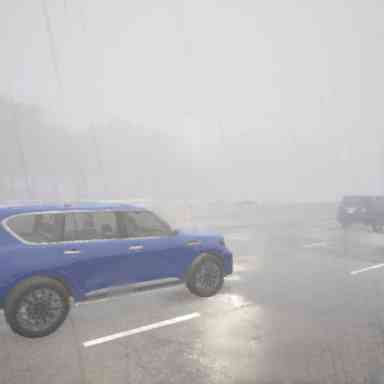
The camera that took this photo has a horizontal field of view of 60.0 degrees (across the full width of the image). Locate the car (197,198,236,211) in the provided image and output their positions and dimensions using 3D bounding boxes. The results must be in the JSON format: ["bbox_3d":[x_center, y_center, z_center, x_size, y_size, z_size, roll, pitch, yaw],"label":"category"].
[{"bbox_3d":[3.022,1.470,40.446,4.674,1.442,1.812,0,0,-35],"label":"car"}]

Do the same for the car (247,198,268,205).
[{"bbox_3d":[3.874,1.464,28.199,4.892,1.490,1.837,0,0,-35],"label":"car"}]

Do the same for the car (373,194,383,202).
[{"bbox_3d":[37.022,1.089,64.112,4.674,1.442,1.812,-1,1,-35],"label":"car"}]

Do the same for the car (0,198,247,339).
[{"bbox_3d":[-1.692,1.217,6.837,5.566,2.045,2.150,0,0,-35],"label":"car"}]

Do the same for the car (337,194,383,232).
[{"bbox_3d":[11.076,1.177,20.193,5.566,2.045,2.150,0,0,-35],"label":"car"}]

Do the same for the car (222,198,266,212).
[{"bbox_3d":[6.008,1.435,38.268,4.902,1.511,2.128,0,0,-35],"label":"car"}]

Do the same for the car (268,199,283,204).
[{"bbox_3d":[7.998,1.468,35.391,4.674,1.442,1.812,0,0,-35],"label":"car"}]
